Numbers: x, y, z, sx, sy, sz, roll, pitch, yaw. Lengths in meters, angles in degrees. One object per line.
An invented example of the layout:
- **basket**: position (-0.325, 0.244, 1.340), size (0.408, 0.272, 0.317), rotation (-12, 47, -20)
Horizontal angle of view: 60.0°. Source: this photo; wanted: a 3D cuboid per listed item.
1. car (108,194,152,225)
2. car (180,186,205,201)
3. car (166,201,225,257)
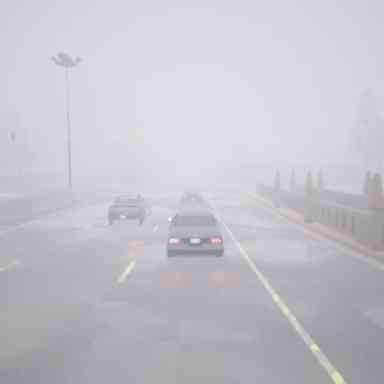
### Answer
- **car**: position (-3.447, 0.870, 18.992), size (2.128, 1.511, 4.902), rotation (0, 4, 0)
- **car**: position (0.051, 0.256, 26.910), size (1.812, 1.442, 4.674), rotation (0, 4, 1)
- **car**: position (0.087, 1.331, 11.992), size (2.033, 1.411, 5.357), rotation (0, 3, 0)
